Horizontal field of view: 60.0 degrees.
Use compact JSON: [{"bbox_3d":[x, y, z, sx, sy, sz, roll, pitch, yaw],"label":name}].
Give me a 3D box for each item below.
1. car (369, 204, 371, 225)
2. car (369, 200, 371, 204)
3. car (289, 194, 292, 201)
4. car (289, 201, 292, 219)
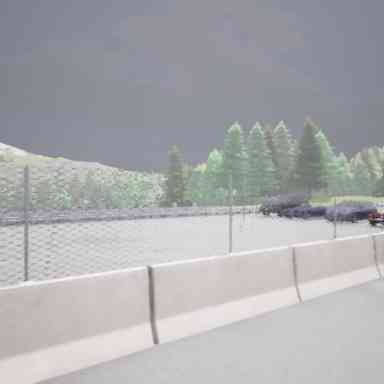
[{"bbox_3d":[13.738,1.640,22.212,4.718,1.301,1.895,0,0,-35],"label":"car"},{"bbox_3d":[12.241,1.388,25.435,4.553,1.767,2.097,0,0,-35],"label":"car"},{"bbox_3d":[8.979,1.238,31.691,5.566,2.045,2.150,0,0,-35],"label":"car"},{"bbox_3d":[9.846,1.632,28.031,4.718,1.301,1.895,0,0,-35],"label":"car"}]
